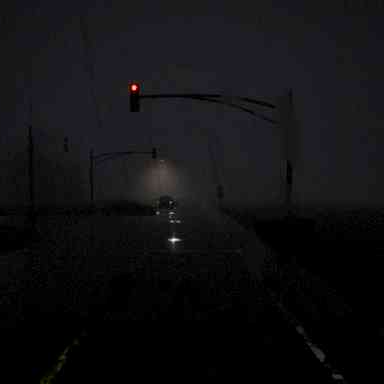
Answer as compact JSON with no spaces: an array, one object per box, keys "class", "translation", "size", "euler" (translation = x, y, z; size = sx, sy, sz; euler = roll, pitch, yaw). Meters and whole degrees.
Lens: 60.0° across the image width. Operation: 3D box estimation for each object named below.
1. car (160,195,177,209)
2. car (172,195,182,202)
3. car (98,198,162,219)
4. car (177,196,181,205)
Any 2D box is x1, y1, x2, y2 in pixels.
[{"class":"car","translation":[-3.449,1.320,43.560],"size":[2.097,1.767,4.553],"euler":[0,0,0]},{"class":"car","translation":[-3.261,1.466,73.817],"size":[1.994,1.385,4.181],"euler":[0,0,0]},{"class":"car","translation":[-5.458,1.424,28.236],"size":[4.902,1.511,2.128],"euler":[0,0,-33]},{"class":"car","translation":[-3.412,1.306,53.734],"size":[2.097,1.767,4.553],"euler":[0,0,0]}]
